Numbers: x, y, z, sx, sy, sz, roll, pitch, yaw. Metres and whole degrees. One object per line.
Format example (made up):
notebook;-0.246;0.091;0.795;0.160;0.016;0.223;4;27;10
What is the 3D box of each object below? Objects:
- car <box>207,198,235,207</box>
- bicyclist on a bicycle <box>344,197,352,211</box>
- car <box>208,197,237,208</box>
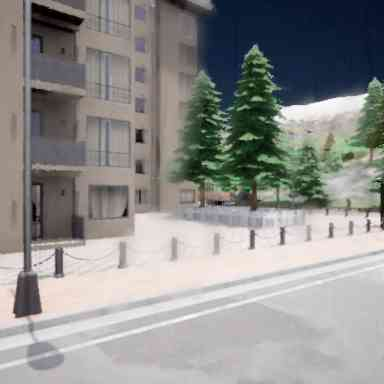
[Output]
car;4.574;1.619;53.089;1.895;1.301;4.718;0;0;-35
bicyclist on a bicycle;18.494;1.474;39.368;1.656;1.620;0.582;0;0;-35
car;4.332;1.510;47.273;2.128;1.511;4.902;0;0;-35
